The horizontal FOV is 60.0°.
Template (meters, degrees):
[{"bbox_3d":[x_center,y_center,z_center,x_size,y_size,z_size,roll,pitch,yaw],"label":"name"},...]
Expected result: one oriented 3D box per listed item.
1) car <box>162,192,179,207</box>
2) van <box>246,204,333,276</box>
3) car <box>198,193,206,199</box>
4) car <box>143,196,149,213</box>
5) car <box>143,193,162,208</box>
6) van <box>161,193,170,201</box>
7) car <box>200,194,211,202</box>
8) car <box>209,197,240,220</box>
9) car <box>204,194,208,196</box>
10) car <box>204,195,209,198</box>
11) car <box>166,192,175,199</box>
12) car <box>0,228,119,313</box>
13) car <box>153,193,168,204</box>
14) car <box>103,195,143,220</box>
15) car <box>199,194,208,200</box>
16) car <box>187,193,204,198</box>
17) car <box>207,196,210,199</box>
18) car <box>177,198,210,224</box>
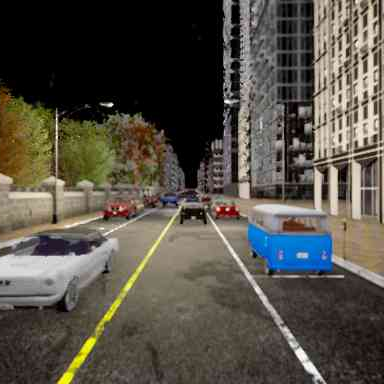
[{"bbox_3d":[-3.102,1.029,48.073,2.150,2.045,5.566,0,0,0],"label":"car"},{"bbox_3d":[2.696,1.307,9.961,1.690,1.788,3.998,1,0,0],"label":"van"},{"bbox_3d":[2.670,1.032,88.440,1.967,1.590,4.097,1,0,0],"label":"car"},{"bbox_3d":[-5.694,1.403,32.556,1.752,1.417,4.829,1,0,0],"label":"car"},{"bbox_3d":[-5.695,1.141,44.091,2.192,1.841,5.009,1,0,0],"label":"car"},{"bbox_3d":[-5.704,1.027,71.636,1.690,1.788,3.998,1,0,0],"label":"van"},{"bbox_3d":[2.677,1.157,65.970,1.967,1.590,4.097,1,0,0],"label":"car"},{"bbox_3d":[2.689,1.341,27.005,1.967,1.590,4.097,1,0,0],"label":"car"},{"bbox_3d":[2.677,1.329,60.354,1.802,1.307,4.206,1,0,0],"label":"car"},{"bbox_3d":[2.684,1.419,38.366,1.947,1.339,4.313,1,0,0],"label":"car"},{"bbox_3d":[-5.708,0.906,88.478,2.192,1.841,5.009,1,0,0],"label":"car"},{"bbox_3d":[-3.103,1.574,7.693,1.895,1.301,4.718,0,0,0],"label":"car"},{"bbox_3d":[-5.700,1.061,60.408,2.192,1.841,5.009,1,0,0],"label":"car"},{"bbox_3d":[-5.690,1.215,27.043,2.192,1.841,5.009,1,0,0],"label":"car"},{"bbox_3d":[2.673,1.181,77.376,1.752,1.417,4.829,1,0,0],"label":"car"},{"bbox_3d":[0.087,1.193,41.024,2.097,1.767,4.553,0,0,0],"label":"car"},{"bbox_3d":[2.687,1.402,32.856,1.752,1.417,4.829,1,0,0],"label":"car"},{"bbox_3d":[0.091,1.419,24.177,1.837,1.490,4.892,0,1,0],"label":"car"}]
